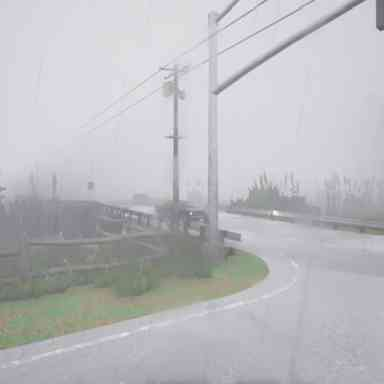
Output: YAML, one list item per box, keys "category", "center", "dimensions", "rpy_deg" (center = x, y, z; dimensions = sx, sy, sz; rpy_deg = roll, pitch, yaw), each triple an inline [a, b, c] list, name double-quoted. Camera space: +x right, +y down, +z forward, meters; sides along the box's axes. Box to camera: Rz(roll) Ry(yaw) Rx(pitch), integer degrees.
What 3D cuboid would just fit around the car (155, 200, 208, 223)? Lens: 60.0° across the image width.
- category: "car"
  center: [-0.573, 1.244, 21.586]
  dimensions: [1.895, 1.301, 4.718]
  rpy_deg: [0, 3, -32]
